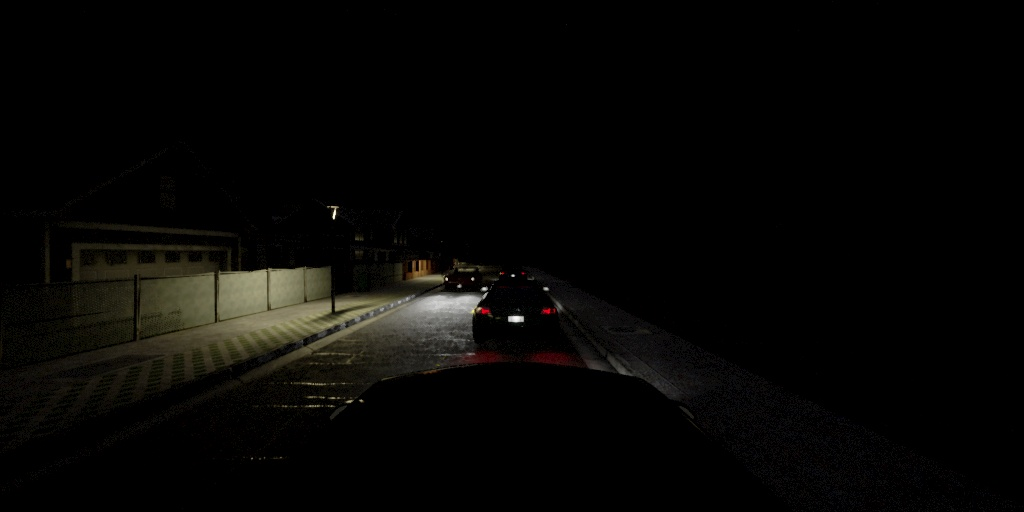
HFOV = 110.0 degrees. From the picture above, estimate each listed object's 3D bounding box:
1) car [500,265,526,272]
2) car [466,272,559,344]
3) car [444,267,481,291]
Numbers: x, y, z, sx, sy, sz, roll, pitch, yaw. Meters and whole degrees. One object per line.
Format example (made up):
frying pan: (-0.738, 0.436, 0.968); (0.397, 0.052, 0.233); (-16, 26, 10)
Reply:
car: (0.068, 1.309, 26.288); (1.994, 1.385, 4.181); (0, 0, 0)
car: (0.088, 1.313, 9.644); (1.994, 1.385, 4.181); (0, 0, 0)
car: (-2.877, 1.347, 21.849); (1.895, 1.301, 4.718); (0, 0, 0)
